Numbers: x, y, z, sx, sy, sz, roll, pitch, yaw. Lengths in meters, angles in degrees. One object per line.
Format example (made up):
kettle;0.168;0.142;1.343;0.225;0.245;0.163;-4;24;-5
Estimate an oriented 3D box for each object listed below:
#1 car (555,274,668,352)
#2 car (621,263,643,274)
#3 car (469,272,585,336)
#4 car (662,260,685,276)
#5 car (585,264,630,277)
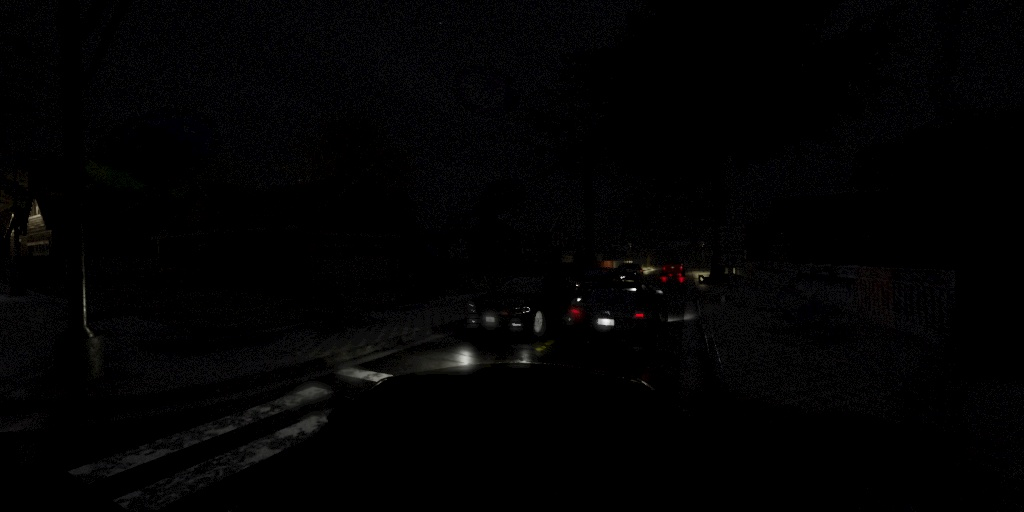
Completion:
car;2.815;1.323;9.158;1.994;1.385;4.181;-1;0;26
car;9.404;1.323;28.897;1.837;1.490;4.892;-1;-1;27
car;0.566;1.281;11.042;1.882;1.535;5.008;-1;0;26
car;17.083;1.178;37.894;2.097;1.767;4.553;-1;-1;27
car;4.950;1.351;19.915;2.033;1.411;5.357;-1;0;25
